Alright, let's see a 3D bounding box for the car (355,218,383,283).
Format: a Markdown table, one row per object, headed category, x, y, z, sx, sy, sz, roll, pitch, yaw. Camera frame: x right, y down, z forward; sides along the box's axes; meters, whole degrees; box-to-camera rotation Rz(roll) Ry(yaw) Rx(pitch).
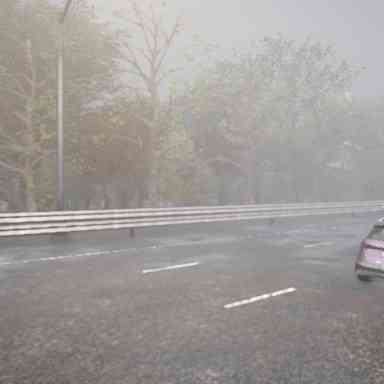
| category | x | y | z | sx | sy | sz | roll | pitch | yaw |
| --- | --- | --- | --- | --- | --- | --- | --- | --- | --- |
| car | 5.901 | 1.442 | 8.723 | 2.033 | 1.649 | 4.856 | 1 | 0 | 44 |
